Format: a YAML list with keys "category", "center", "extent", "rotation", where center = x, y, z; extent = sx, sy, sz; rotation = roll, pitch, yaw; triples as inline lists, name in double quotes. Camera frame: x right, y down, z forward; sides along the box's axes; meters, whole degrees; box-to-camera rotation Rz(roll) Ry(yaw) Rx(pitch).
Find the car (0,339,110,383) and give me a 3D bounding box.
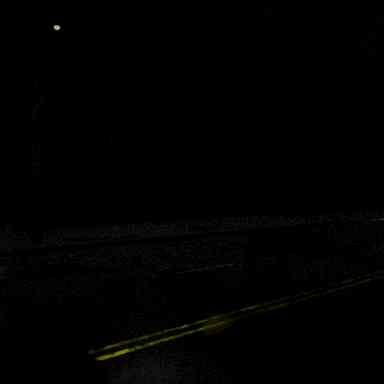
- category: "car"
  center: [-2.671, 1.526, 1.532]
  extent: [4.674, 1.442, 1.812]
  rotation: [0, 0, -35]
